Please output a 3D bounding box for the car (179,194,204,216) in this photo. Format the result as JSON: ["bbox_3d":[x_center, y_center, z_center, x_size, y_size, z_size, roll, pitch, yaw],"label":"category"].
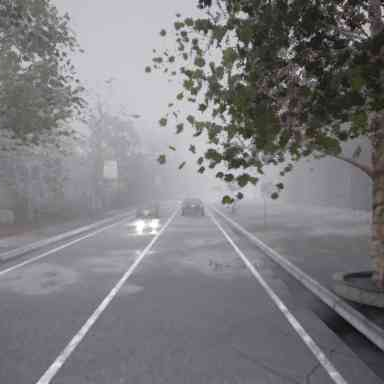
[{"bbox_3d":[0.104,1.293,32.247,2.097,1.767,4.553,0,0,0],"label":"car"}]

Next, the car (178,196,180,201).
[{"bbox_3d":[-1.696,1.232,69.981,2.033,1.411,5.357,1,1,8],"label":"car"}]

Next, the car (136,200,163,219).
[{"bbox_3d":[-3.592,1.439,28.501,2.128,1.511,4.902,0,0,0],"label":"car"}]
